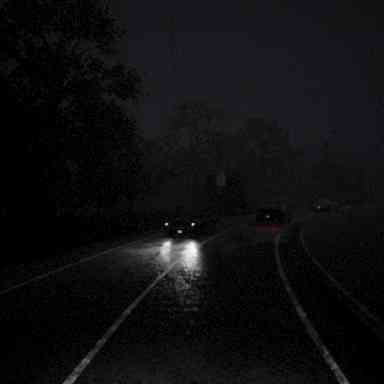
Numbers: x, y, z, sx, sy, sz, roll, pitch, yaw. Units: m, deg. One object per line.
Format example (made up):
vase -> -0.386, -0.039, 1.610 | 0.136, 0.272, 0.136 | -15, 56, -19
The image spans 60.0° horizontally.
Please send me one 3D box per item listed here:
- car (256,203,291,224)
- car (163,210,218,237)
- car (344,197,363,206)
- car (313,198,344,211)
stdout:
car -> 6.202, 1.528, 24.953 | 1.882, 1.535, 5.008 | -2, -1, 25
car -> 0.050, 1.734, 19.027 | 1.895, 1.301, 4.718 | -2, -1, 19
car -> 24.638, 1.499, 51.943 | 4.718, 1.301, 1.895 | -2, -3, -36
car -> 15.942, 1.472, 39.513 | 1.812, 1.442, 4.674 | -5, -2, 42
